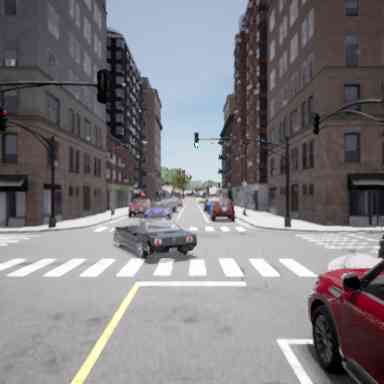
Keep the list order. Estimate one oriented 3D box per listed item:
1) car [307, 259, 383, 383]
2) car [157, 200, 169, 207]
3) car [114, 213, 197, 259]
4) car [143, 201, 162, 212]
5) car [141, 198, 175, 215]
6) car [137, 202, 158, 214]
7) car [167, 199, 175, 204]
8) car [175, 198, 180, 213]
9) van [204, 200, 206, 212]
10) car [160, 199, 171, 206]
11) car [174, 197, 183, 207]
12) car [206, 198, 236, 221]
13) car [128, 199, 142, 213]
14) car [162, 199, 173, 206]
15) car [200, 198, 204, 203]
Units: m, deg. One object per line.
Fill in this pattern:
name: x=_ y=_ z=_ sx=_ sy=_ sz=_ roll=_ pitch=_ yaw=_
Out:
car: x=2.637 y=1.343 z=2.697 sx=2.192 sy=1.841 sz=5.009 roll=0 pitch=-1 yaw=0
car: x=-5.418 y=2.144 z=62.769 sx=1.887 sy=1.381 sz=4.507 roll=0 pitch=-1 yaw=0
car: x=-1.705 y=1.732 z=13.447 sx=1.895 sy=1.301 sz=4.718 roll=0 pitch=-1 yaw=-28
car: x=-5.422 y=1.993 z=46.258 sx=2.008 sy=1.369 sz=4.403 roll=0 pitch=-1 yaw=0
car: x=-2.823 y=1.628 z=28.644 sx=2.097 sy=1.767 sz=4.553 roll=0 pitch=-1 yaw=-1
car: x=-5.423 y=1.956 z=40.754 sx=1.947 sy=1.339 sz=4.313 roll=0 pitch=-1 yaw=0
car: x=-5.413 y=2.390 z=84.782 sx=1.802 sy=1.307 sz=4.206 roll=0 pitch=-1 yaw=0
car: x=-2.846 y=1.914 z=42.790 sx=1.837 sy=1.490 sz=4.892 roll=0 pitch=-1 yaw=0
van: x=2.685 y=1.732 z=40.759 sx=1.690 sy=1.788 sz=3.998 roll=0 pitch=-1 yaw=0
car: x=-5.417 y=2.196 z=68.272 sx=1.887 sy=1.381 sz=4.507 roll=0 pitch=-1 yaw=0
car: x=-2.768 y=2.174 z=63.811 sx=1.994 sy=1.385 sz=4.181 roll=0 pitch=-1 yaw=0
car: x=2.695 y=1.601 z=29.752 sx=2.192 sy=1.841 sz=5.009 roll=0 pitch=-1 yaw=0
car: x=-5.425 y=1.652 z=35.253 sx=2.192 sy=1.841 sz=5.009 roll=0 pitch=-1 yaw=0
car: x=-5.415 y=2.254 z=73.775 sx=2.008 sy=1.369 sz=4.403 roll=0 pitch=-1 yaw=0
car: x=2.679 y=1.758 z=46.263 sx=2.192 sy=1.841 sz=5.009 roll=0 pitch=-1 yaw=0
